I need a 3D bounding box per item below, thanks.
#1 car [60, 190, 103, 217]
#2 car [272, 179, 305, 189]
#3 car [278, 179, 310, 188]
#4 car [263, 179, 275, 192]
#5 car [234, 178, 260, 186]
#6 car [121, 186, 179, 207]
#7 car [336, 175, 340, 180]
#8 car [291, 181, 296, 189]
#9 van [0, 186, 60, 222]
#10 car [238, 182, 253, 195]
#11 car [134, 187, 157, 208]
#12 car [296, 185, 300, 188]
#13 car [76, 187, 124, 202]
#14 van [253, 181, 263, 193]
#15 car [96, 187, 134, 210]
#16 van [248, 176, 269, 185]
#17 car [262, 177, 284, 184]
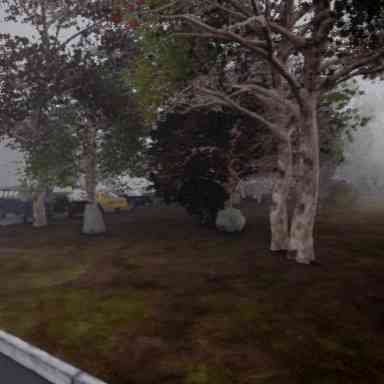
[{"bbox_3d":[-8.686,0.777,22.766,4.792,1.488,2.163,2,4,37],"label":"car"},{"bbox_3d":[16.209,-1.366,56.066,4.892,1.521,2.231,2,4,37],"label":"car"},{"bbox_3d":[17.870,-1.508,58.286,5.008,1.535,2.097,2,4,37],"label":"car"},{"bbox_3d":[9.537,-0.778,47.212,4.792,1.488,2.163,2,4,37],"label":"car"},{"bbox_3d":[11.912,-2.204,72.166,5.008,1.535,2.097,2,4,37],"label":"car"},{"bbox_3d":[-3.732,0.322,29.443,4.892,1.521,2.231,2,4,37],"label":"car"},{"bbox_3d":[31.130,-2.923,76.049,5.566,2.045,2.435,2,4,37],"label":"car"},{"bbox_3d":[12.734,-1.094,51.743,5.366,1.575,1.946,2,4,37],"label":"car"},{"bbox_3d":[-10.466,0.661,20.622,4.442,1.987,1.878,2,4,37],"label":"van"},{"bbox_3d":[4.576,-0.345,40.540,4.674,1.452,2.002,2,4,37],"label":"car"},{"bbox_3d":[-5.364,0.493,27.205,4.792,1.488,2.163,2,4,37],"label":"car"},{"bbox_3d":[14.567,-1.197,53.835,4.792,1.488,2.163,2,4,37],"label":"car"},{"bbox_3d":[-9.730,0.175,35.493,1.895,1.301,4.718,2,4,37],"label":"car"},{"bbox_3d":[6.330,-0.749,42.673,4.442,1.987,1.878,2,4,37],"label":"van"},{"bbox_3d":[-7.197,0.597,25.113,5.366,1.575,1.946,2,4,37],"label":"car"},{"bbox_3d":[15.363,-2.716,76.565,4.442,1.987,1.878,2,4,37],"label":"van"},{"bbox_3d":[20.312,-2.949,83.370,4.892,1.521,2.231,2,4,37],"label":"car"}]
